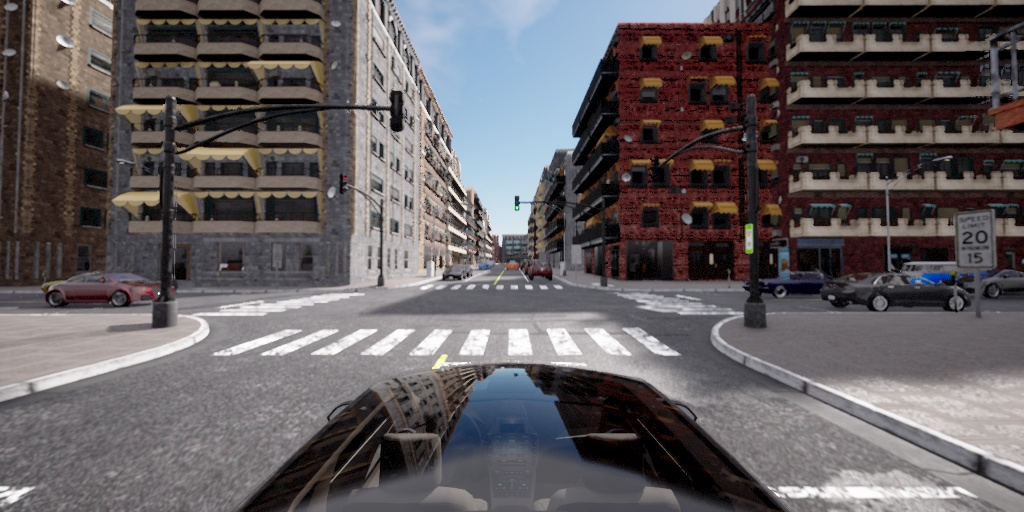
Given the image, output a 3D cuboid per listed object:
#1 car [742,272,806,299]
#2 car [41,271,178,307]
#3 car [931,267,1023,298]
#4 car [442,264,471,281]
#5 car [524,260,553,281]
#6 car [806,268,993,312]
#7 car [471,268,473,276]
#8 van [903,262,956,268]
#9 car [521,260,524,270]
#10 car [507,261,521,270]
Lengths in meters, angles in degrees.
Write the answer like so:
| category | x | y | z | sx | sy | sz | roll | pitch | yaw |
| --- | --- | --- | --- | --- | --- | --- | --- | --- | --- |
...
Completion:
| category | x | y | z | sx | sy | sz | roll | pitch | yaw |
| --- | --- | --- | --- | --- | --- | --- | --- | --- | --- |
| car | 14.562 | 1.461 | 18.394 | 4.718 | 1.301 | 1.895 | 0 | -2 | -2 |
| car | -17.199 | 1.432 | 15.543 | 4.181 | 1.385 | 1.994 | 0 | -2 | 0 |
| car | 24.568 | 1.402 | 18.367 | 4.181 | 1.385 | 1.994 | 0 | -2 | 0 |
| car | -5.295 | 1.541 | 33.224 | 1.948 | 1.339 | 4.313 | 0 | 0 | 0 |
| car | 2.586 | 1.291 | 33.264 | 2.192 | 1.841 | 5.009 | 0 | 0 | 0 |
| car | 13.752 | 1.262 | 12.966 | 4.403 | 1.370 | 2.007 | 0 | 0 | 0 |
| car | -5.292 | 1.582 | 38.785 | 1.948 | 1.339 | 4.313 | 0 | 0 | 0 |
| van | 24.915 | 1.246 | 20.810 | 3.998 | 1.789 | 1.690 | 0 | 0 | 0 |
| car | 2.593 | 1.376 | 44.387 | 2.192 | 1.841 | 5.009 | 0 | 0 | 0 |
| car | 0.136 | 1.595 | 63.301 | 2.097 | 1.767 | 4.553 | 0 | -1 | 0 |
